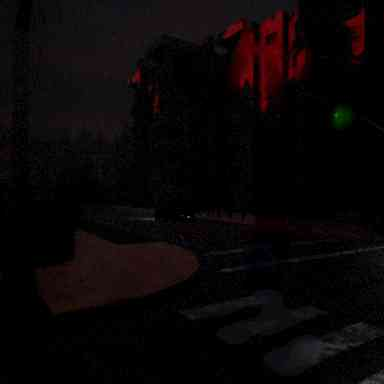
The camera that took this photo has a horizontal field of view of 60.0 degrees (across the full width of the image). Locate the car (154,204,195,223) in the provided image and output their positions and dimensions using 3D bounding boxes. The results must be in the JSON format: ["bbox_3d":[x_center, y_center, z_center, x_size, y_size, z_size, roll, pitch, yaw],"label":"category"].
[{"bbox_3d":[-1.457,1.709,27.269,1.812,1.442,4.674,1,0,-31],"label":"car"}]
